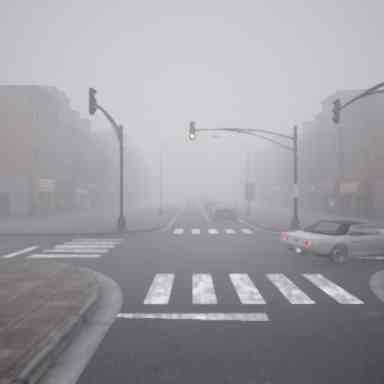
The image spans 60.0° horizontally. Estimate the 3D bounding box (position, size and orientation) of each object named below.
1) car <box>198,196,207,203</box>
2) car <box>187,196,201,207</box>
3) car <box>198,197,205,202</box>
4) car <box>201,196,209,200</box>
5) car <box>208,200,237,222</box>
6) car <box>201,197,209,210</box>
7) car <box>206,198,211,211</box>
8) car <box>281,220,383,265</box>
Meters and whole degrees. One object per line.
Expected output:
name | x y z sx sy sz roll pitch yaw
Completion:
car | 2.622 1.879 84.330 1.967 1.590 4.097 0 0 0
car | -0.010 1.802 57.251 2.033 1.411 5.357 0 0 0
car | 2.621 2.062 90.009 1.802 1.307 4.206 0 0 0
car | 2.626 1.849 61.610 1.947 1.339 4.313 0 0 0
car | 2.634 1.641 27.534 1.887 1.381 4.507 0 0 0
car | 2.630 1.744 44.573 1.947 1.339 4.313 0 0 0
car | 2.633 1.647 33.384 1.752 1.417 4.829 0 0 0
car | 5.663 1.659 11.742 4.718 1.301 1.895 0 0 -18
